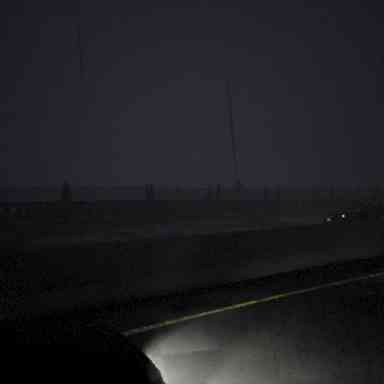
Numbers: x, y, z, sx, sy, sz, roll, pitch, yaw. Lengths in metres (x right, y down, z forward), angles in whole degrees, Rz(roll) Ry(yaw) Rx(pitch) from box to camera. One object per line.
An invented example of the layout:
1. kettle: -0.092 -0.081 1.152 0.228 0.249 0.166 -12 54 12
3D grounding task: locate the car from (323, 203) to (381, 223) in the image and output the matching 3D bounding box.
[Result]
1. car: 10.693 1.452 21.466 4.902 1.511 2.128 0 0 -23

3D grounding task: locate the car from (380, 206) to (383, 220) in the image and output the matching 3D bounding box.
1. car: 13.093 1.533 18.691 4.181 1.385 1.994 0 0 -23

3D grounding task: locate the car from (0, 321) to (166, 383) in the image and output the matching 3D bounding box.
1. car: -2.136 1.556 2.054 4.181 1.385 1.994 0 0 -36
